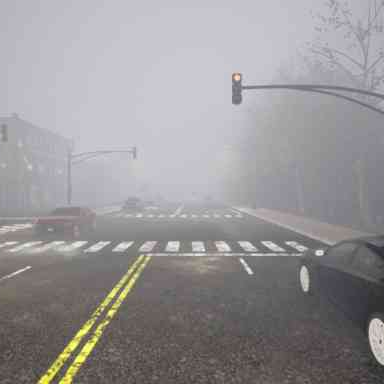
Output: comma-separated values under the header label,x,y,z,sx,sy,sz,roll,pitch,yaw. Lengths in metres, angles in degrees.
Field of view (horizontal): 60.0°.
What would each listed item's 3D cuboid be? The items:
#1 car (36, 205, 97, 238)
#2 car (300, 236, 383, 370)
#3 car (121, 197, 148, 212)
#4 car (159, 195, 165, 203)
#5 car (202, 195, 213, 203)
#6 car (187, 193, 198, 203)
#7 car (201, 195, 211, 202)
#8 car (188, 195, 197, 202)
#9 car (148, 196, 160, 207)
label,x,y,z,sx,sy,sz,roll,pitch,yaw
car,-6.592,1.474,17.965,1.882,1.535,5.008,0,0,0
car,3.345,1.477,5.634,1.882,1.535,5.008,0,0,1
car,-6.583,1.342,37.567,2.097,1.767,4.553,0,0,0
car,-6.485,1.477,67.617,1.837,1.490,4.892,0,0,1
car,3.382,1.480,68.959,1.837,1.490,4.892,0,0,0
car,0.128,1.197,68.627,2.150,2.045,5.566,0,0,0
car,3.284,1.495,79.149,2.128,1.511,4.902,0,0,0
car,0.034,1.509,79.270,2.033,1.411,5.357,0,0,0
car,-6.573,1.584,51.752,1.895,1.301,4.718,0,0,0
